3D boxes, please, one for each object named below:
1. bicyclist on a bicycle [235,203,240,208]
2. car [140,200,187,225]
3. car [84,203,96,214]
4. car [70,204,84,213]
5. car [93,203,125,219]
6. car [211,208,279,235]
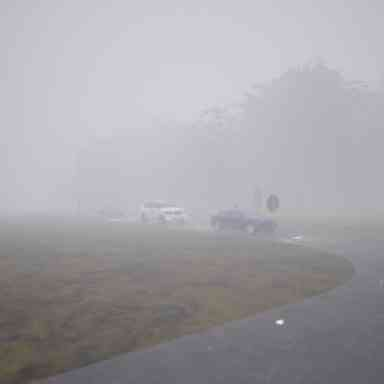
[{"bbox_3d":[4.129,1.837,30.295,1.656,1.620,0.582,0,-1,-35],"label":"bicyclist on a bicycle"},{"bbox_3d":[-2.675,1.745,29.557,2.150,2.045,5.566,-1,0,-35],"label":"car"},{"bbox_3d":[-14.455,2.443,51.245,2.097,1.767,4.553,-1,-1,-35],"label":"car"},{"bbox_3d":[-20.348,2.836,59.536,1.882,1.535,5.008,-1,-1,-35],"label":"car"},{"bbox_3d":[-9.654,2.327,39.413,1.837,1.490,4.892,-1,-1,-35],"label":"car"},{"bbox_3d":[3.229,1.771,21.213,1.882,1.535,5.008,-1,-1,-35],"label":"car"}]
